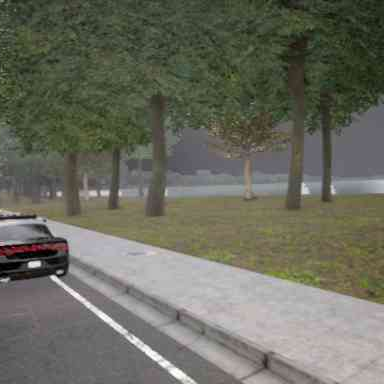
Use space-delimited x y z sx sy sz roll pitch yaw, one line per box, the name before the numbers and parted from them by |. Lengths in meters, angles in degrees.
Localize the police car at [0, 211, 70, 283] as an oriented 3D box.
police car | -5.152 1.467 9.715 1.930 1.638 5.238 0 0 -37
